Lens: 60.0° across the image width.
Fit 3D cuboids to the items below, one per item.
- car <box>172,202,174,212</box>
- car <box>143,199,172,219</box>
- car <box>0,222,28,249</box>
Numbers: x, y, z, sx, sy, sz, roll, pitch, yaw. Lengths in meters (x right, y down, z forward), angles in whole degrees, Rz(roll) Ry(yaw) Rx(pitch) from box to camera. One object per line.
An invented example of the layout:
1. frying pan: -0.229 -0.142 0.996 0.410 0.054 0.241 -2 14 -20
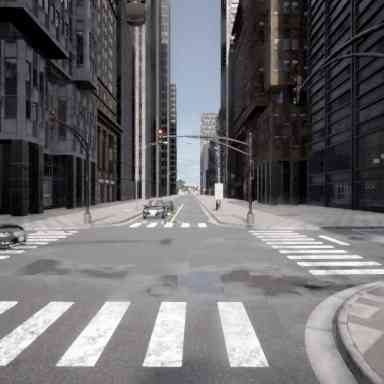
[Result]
1. car: -3.204 1.578 39.504 1.994 1.385 4.181 0 0 -1
2. car: -3.176 1.500 29.438 2.128 1.511 4.902 0 0 0
3. car: -8.853 1.506 12.525 4.902 1.511 2.128 0 0 0
